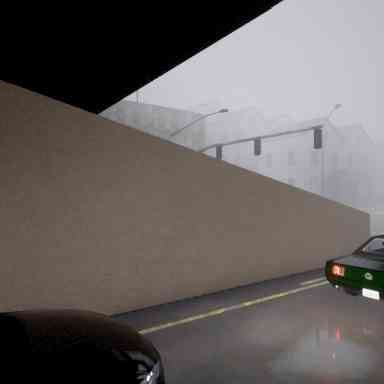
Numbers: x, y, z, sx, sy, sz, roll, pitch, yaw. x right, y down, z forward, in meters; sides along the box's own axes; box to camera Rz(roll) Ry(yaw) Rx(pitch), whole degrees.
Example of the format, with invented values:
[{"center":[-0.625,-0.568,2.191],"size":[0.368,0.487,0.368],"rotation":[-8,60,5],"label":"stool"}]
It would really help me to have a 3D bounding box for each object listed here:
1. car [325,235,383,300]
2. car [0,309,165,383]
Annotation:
[{"center":[5.130,1.601,7.432],"size":[4.718,1.301,1.895],"rotation":[0,0,-35],"label":"car"},{"center":[-2.450,1.491,2.012],"size":[4.902,1.511,2.128],"rotation":[0,0,-35],"label":"car"}]
